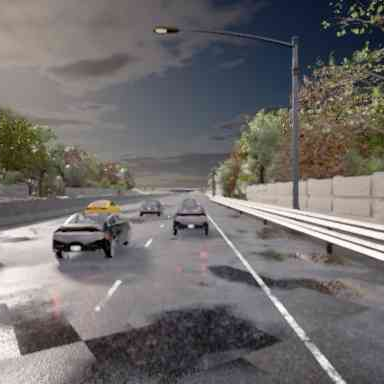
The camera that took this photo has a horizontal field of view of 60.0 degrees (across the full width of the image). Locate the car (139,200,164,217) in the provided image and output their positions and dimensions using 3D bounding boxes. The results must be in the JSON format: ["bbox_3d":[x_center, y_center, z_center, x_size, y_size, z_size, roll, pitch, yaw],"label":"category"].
[{"bbox_3d":[-3.686,1.488,30.836,2.033,1.411,5.357,0,0,-1],"label":"car"}]

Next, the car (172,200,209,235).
[{"bbox_3d":[-0.071,1.441,18.535,2.128,1.511,4.902,0,0,-1],"label":"car"}]

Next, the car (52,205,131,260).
[{"bbox_3d":[-3.507,1.469,12.393,2.128,1.511,4.902,0,0,-1],"label":"car"}]

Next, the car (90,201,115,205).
[{"bbox_3d":[-7.150,1.437,27.030,1.882,1.535,5.008,0,0,-1],"label":"car"}]
